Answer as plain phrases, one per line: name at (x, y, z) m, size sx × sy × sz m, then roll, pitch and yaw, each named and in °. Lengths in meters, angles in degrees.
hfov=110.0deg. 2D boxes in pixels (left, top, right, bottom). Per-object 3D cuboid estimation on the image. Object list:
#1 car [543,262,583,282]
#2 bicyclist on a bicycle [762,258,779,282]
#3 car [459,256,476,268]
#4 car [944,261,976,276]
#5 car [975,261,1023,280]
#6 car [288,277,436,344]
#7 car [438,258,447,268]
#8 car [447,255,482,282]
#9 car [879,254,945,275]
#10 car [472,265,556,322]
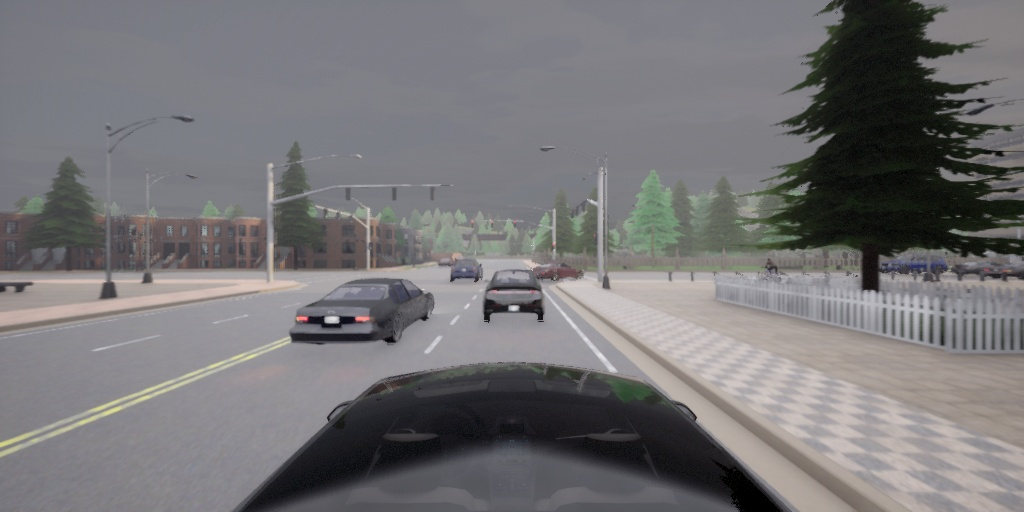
car at (3.604, 1.189, 28.014) m, size 4.674 × 1.442 × 1.812 m, roll 0°, pitch -1°, yaw -42°
bicyclist on a bicycle at (18.251, 0.975, 25.330) m, size 0.582 × 1.620 × 1.656 m, roll 0°, pitch 0°, yaw 0°
car at (-7.042, 0.917, 57.420) m, size 2.097 × 1.767 × 4.553 m, roll 0°, pitch 0°, yaw 0°
car at (43.032, 1.175, 32.644) m, size 4.674 × 1.442 × 1.812 m, roll 0°, pitch 0°, yaw 1°
car at (41.900, 1.208, 29.155) m, size 5.357 × 1.411 × 2.033 m, roll 0°, pitch 0°, yaw 1°
car at (-3.458, 1.272, 9.438) m, size 2.033 × 1.411 × 5.357 m, roll 0°, pitch 0°, yaw 1°
car at (-10.539, 1.043, 57.304) m, size 1.882 × 1.535 × 5.008 m, roll 0°, pitch 0°, yaw 0°
car at (-3.429, 1.014, 27.848) m, size 2.097 × 1.767 × 4.553 m, roll 0°, pitch 0°, yaw 0°
car at (40.381, 0.861, 36.259) m, size 5.566 × 2.045 × 2.150 m, roll 0°, pitch 0°, yaw 0°
car at (0.064, 1.207, 12.176) m, size 2.128 × 1.511 × 4.902 m, roll 0°, pitch 0°, yaw 0°
